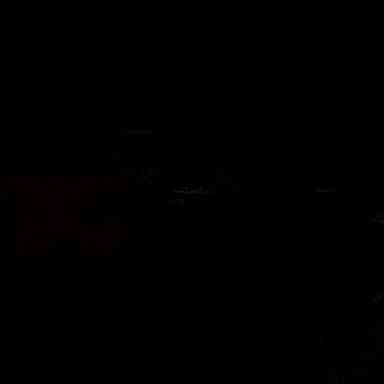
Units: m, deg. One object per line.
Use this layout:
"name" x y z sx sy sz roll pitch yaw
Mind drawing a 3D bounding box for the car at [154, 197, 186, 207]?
"car" -3.475 1.512 52.366 5.008 1.535 1.882 -1 0 6
